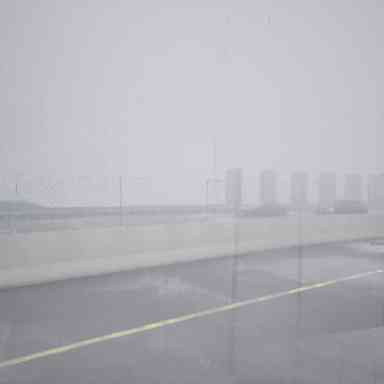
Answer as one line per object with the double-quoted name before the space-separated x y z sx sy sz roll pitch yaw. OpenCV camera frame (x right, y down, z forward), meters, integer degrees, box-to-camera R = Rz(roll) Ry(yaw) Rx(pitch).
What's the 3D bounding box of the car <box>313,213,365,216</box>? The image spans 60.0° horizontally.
"car" 12.208 1.372 27.529 4.553 1.767 2.097 0 0 -27
